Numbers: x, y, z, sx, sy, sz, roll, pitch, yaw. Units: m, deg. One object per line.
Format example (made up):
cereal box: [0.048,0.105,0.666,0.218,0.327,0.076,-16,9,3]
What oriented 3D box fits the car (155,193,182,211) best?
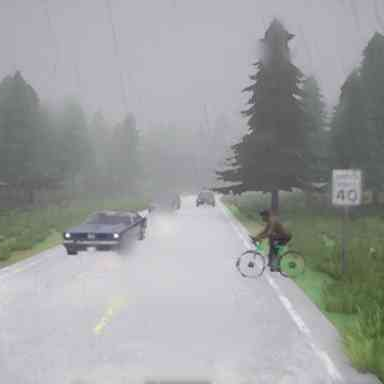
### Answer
car: [-2.067,0.870,30.567,1.994,1.385,4.181,0,1,2]

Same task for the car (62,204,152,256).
car: [-2.871,1.320,11.962,1.895,1.301,4.718,0,1,2]

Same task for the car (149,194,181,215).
car: [-2.184,0.904,26.066,2.128,1.511,4.902,0,2,2]

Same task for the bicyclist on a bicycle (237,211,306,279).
bicyclist on a bicycle: [1.896,1.276,7.912,1.656,1.620,0.582,0,1,2]

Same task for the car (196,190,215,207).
car: [1.453,0.817,35.007,1.895,1.301,4.718,0,1,3]

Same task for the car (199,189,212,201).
car: [2.042,0.384,48.942,1.882,1.535,5.008,0,1,4]
